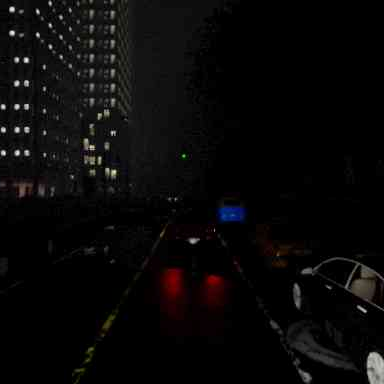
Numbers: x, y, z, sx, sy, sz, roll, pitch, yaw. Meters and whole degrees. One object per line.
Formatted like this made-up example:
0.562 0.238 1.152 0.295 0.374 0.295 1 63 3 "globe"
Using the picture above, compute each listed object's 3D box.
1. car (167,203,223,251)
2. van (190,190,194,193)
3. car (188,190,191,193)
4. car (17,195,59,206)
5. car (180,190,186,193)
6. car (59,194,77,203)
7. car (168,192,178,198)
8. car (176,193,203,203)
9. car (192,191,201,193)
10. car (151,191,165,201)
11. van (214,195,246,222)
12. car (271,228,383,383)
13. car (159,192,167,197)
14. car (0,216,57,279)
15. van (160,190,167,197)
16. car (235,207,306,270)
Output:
0.014 1.393 13.271 1.812 1.442 4.674 0 1 -1 "car"
1.121 0.618 70.567 1.690 1.788 3.998 0 1 -2 "van"
0.397 0.621 87.355 1.752 1.417 4.829 0 1 -3 "car"
-18.577 1.010 39.543 4.206 1.307 1.802 1 0 3 "car"
-2.294 0.656 89.919 1.895 1.301 4.718 0 1 -3 "car"
-18.630 0.907 47.656 4.206 1.307 1.802 1 0 3 "car"
-4.661 0.659 81.669 1.837 1.490 4.892 0 1 -2 "car"
-0.233 1.175 30.189 1.882 1.535 5.008 0 1 -2 "car"
1.322 0.859 65.198 1.752 1.417 4.829 0 1 -2 "car"
-6.350 0.952 59.035 2.008 1.369 4.403 0 1 -2 "car"
2.400 1.126 21.491 1.690 1.788 3.998 0 1 -1 "van"
2.693 1.503 4.623 2.008 1.369 4.403 0 1 0 "car"
-7.608 0.650 86.736 1.887 1.381 4.507 0 1 -3 "car"
-5.505 1.449 9.683 1.887 1.381 4.507 0 1 0 "car"
-7.354 0.506 81.194 1.690 1.788 3.998 0 1 -3 "van"
2.660 1.420 10.417 1.752 1.417 4.829 0 1 -1 "car"
